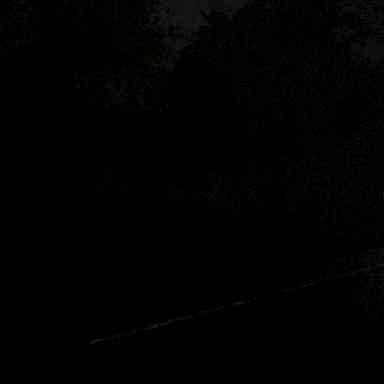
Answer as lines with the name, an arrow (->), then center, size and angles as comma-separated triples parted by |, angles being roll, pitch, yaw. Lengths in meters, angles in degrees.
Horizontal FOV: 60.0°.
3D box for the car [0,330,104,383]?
car -> -3.080, 1.549, 1.549 | 5.357, 1.411, 2.033 | 0, 0, -35
